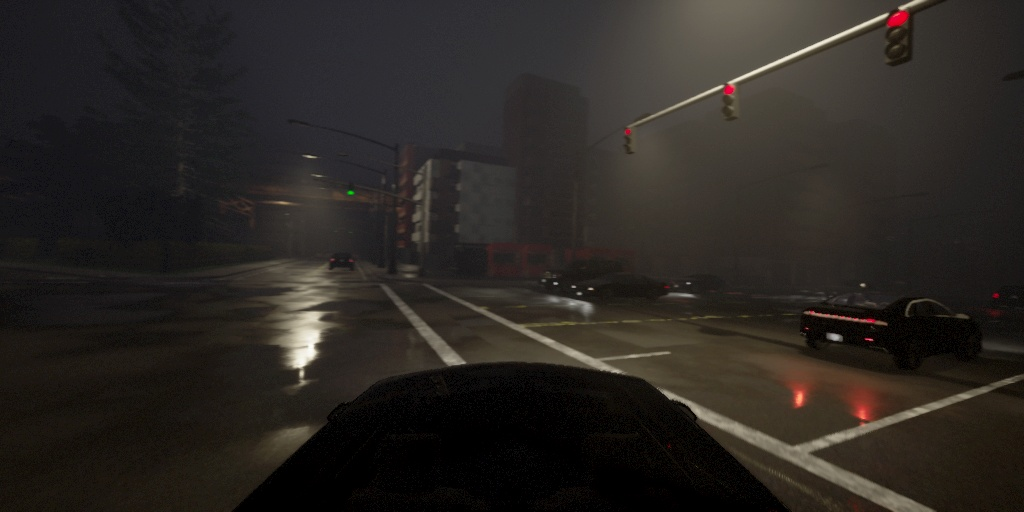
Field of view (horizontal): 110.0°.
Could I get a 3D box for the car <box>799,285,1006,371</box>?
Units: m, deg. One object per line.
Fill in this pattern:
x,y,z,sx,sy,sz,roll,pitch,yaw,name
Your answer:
9.194,1.647,8.697,4.902,1.511,2.128,3,0,-23,car

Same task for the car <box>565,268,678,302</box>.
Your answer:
5.728,1.566,18.713,5.357,1.411,2.033,3,0,-25,car

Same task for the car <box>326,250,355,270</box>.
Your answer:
-16.609,0.413,35.086,2.097,1.767,4.553,2,0,-24,car

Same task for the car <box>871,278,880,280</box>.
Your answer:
33.644,3.006,35.457,5.357,1.411,2.033,3,0,-25,car

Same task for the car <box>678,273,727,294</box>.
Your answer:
13.725,1.950,26.277,4.674,1.442,1.812,3,0,-25,car

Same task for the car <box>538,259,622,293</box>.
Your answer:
4.357,1.183,21.927,5.566,2.045,2.150,3,0,-25,car

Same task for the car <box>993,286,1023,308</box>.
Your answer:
35.118,2.834,24.487,4.553,1.767,2.097,3,0,-23,car

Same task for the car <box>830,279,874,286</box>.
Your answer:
27.004,2.697,28.582,4.718,1.301,1.895,3,0,-25,car
